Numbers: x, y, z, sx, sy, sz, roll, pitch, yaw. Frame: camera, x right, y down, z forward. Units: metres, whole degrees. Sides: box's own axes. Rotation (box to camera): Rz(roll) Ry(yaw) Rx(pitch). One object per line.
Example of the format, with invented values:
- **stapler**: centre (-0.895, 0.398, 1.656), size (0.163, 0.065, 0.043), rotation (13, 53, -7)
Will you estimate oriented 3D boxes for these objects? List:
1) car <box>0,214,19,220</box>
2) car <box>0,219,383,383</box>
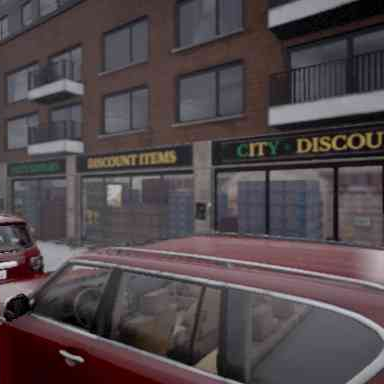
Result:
- **car**: centre (-4.796, 1.315, 6.271), size (5.009, 1.841, 2.192), rotation (0, 0, 36)
- **car**: centre (-0.191, 1.315, 2.986), size (5.009, 1.841, 2.192), rotation (0, 0, 36)
